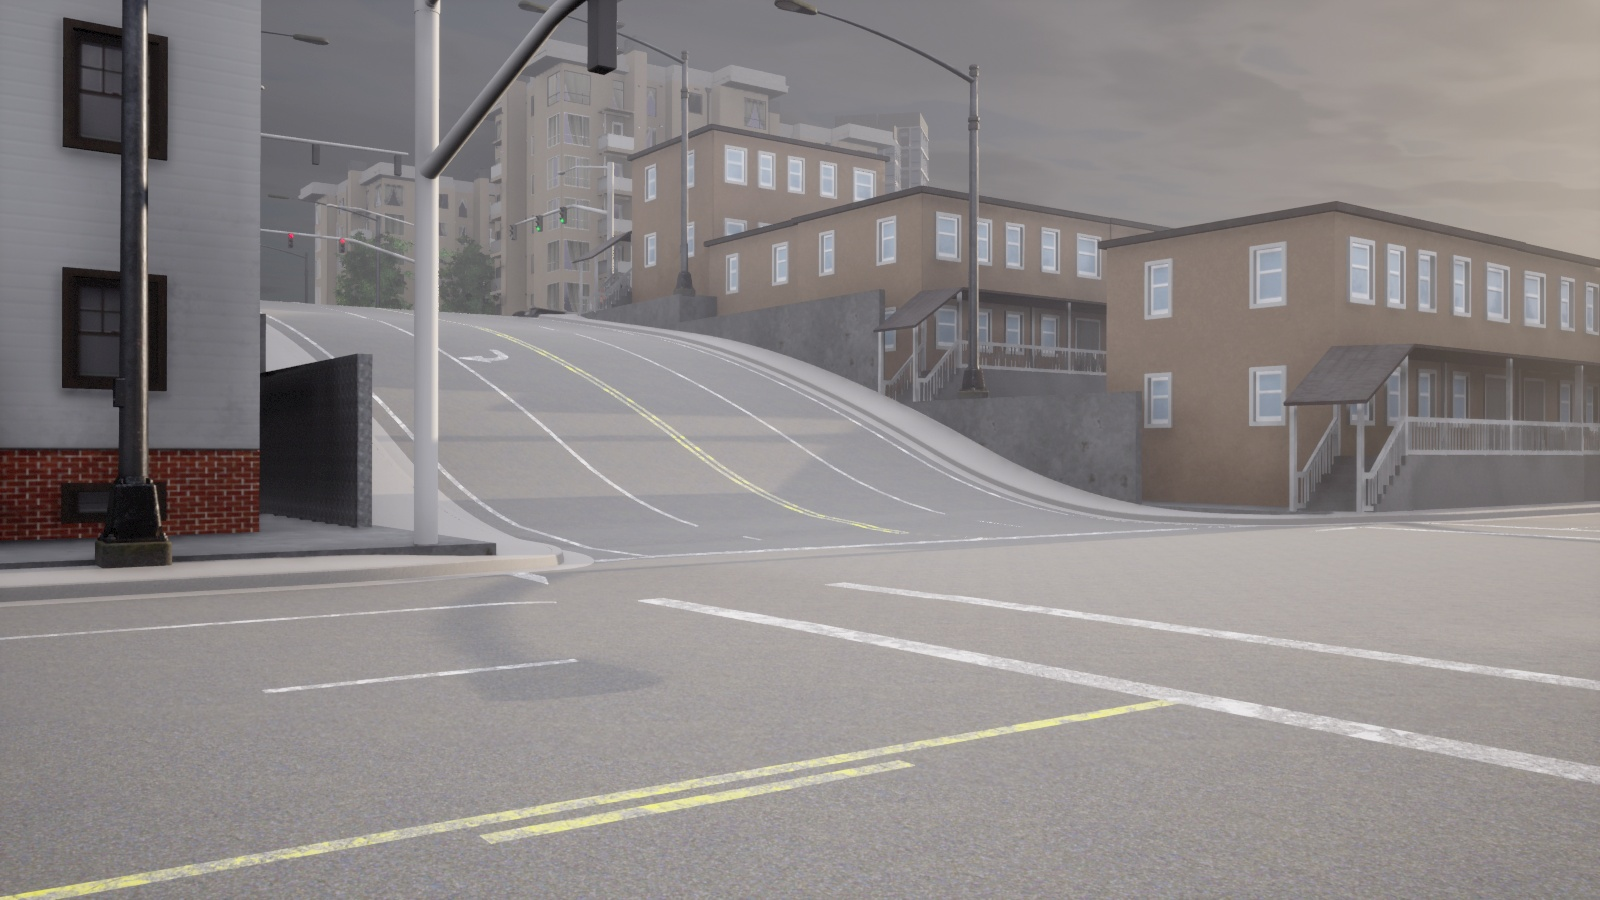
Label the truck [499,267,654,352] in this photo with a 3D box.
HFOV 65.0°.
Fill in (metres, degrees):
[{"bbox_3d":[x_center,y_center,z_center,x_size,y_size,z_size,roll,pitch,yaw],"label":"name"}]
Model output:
[{"bbox_3d":[-12.601,-7.827,71.116,7.936,3.462,2.891,5,-3,-35],"label":"truck"}]
